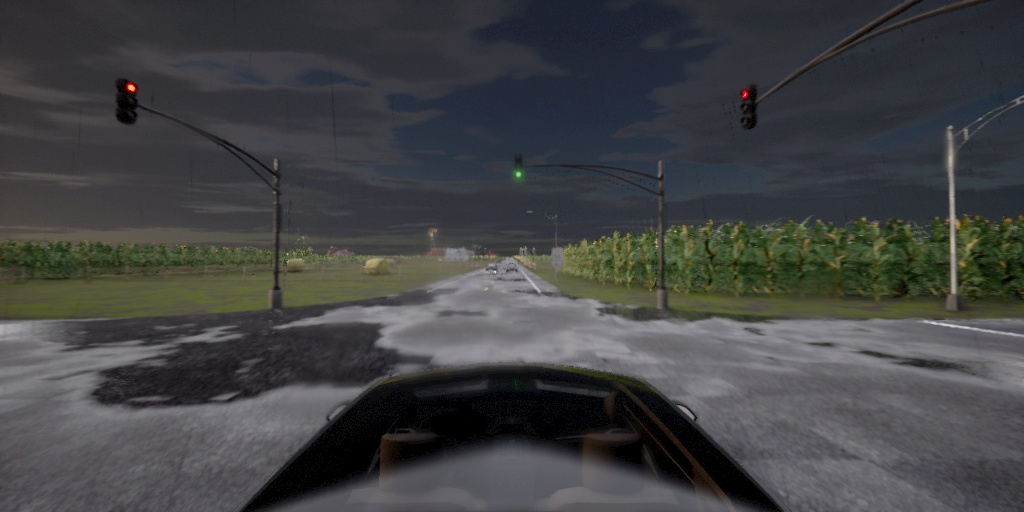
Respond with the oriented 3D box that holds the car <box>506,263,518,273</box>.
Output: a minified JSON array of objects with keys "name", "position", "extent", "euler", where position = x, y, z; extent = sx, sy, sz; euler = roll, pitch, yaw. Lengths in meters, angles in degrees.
[{"name":"car","position":[0.002,1.911,57.426],"extent":[2.033,1.411,5.357],"euler":[0,-1,0]}]

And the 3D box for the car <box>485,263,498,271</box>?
[{"name":"car","position":[-3.497,1.955,62.441],"extent":[1.812,1.442,4.674],"euler":[0,-1,0]}]
